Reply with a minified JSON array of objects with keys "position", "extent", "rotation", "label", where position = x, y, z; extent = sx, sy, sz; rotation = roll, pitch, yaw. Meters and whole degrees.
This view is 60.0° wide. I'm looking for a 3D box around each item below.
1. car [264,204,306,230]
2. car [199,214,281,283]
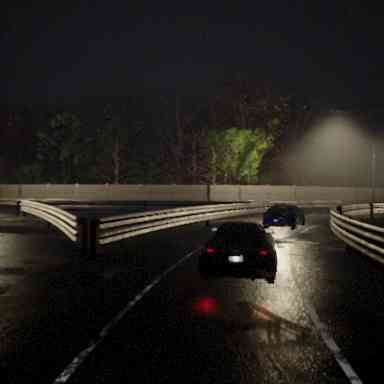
[{"position":[6.150,1.542,21.836],"extent":[1.882,1.535,5.008],"rotation":[0,0,29],"label":"car"},{"position":[1.465,1.584,9.950],"extent":[1.994,1.385,4.181],"rotation":[0,0,12],"label":"car"}]
